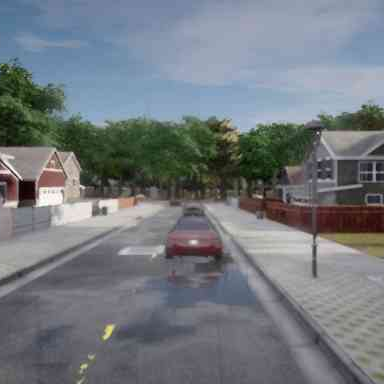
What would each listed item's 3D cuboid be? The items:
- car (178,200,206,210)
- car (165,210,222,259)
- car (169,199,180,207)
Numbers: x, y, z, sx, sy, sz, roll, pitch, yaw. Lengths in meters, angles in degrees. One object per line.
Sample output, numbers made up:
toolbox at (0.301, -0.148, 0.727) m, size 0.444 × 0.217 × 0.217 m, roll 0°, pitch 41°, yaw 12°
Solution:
car at (0.100, 1.591, 27.533) m, size 1.837 × 1.490 × 4.892 m, roll 0°, pitch 0°, yaw 1°
car at (0.074, 1.607, 12.824) m, size 1.994 × 1.385 × 4.181 m, roll 0°, pitch 0°, yaw 1°
car at (-2.679, 1.751, 53.950) m, size 1.895 × 1.301 × 4.718 m, roll 0°, pitch 0°, yaw 1°
